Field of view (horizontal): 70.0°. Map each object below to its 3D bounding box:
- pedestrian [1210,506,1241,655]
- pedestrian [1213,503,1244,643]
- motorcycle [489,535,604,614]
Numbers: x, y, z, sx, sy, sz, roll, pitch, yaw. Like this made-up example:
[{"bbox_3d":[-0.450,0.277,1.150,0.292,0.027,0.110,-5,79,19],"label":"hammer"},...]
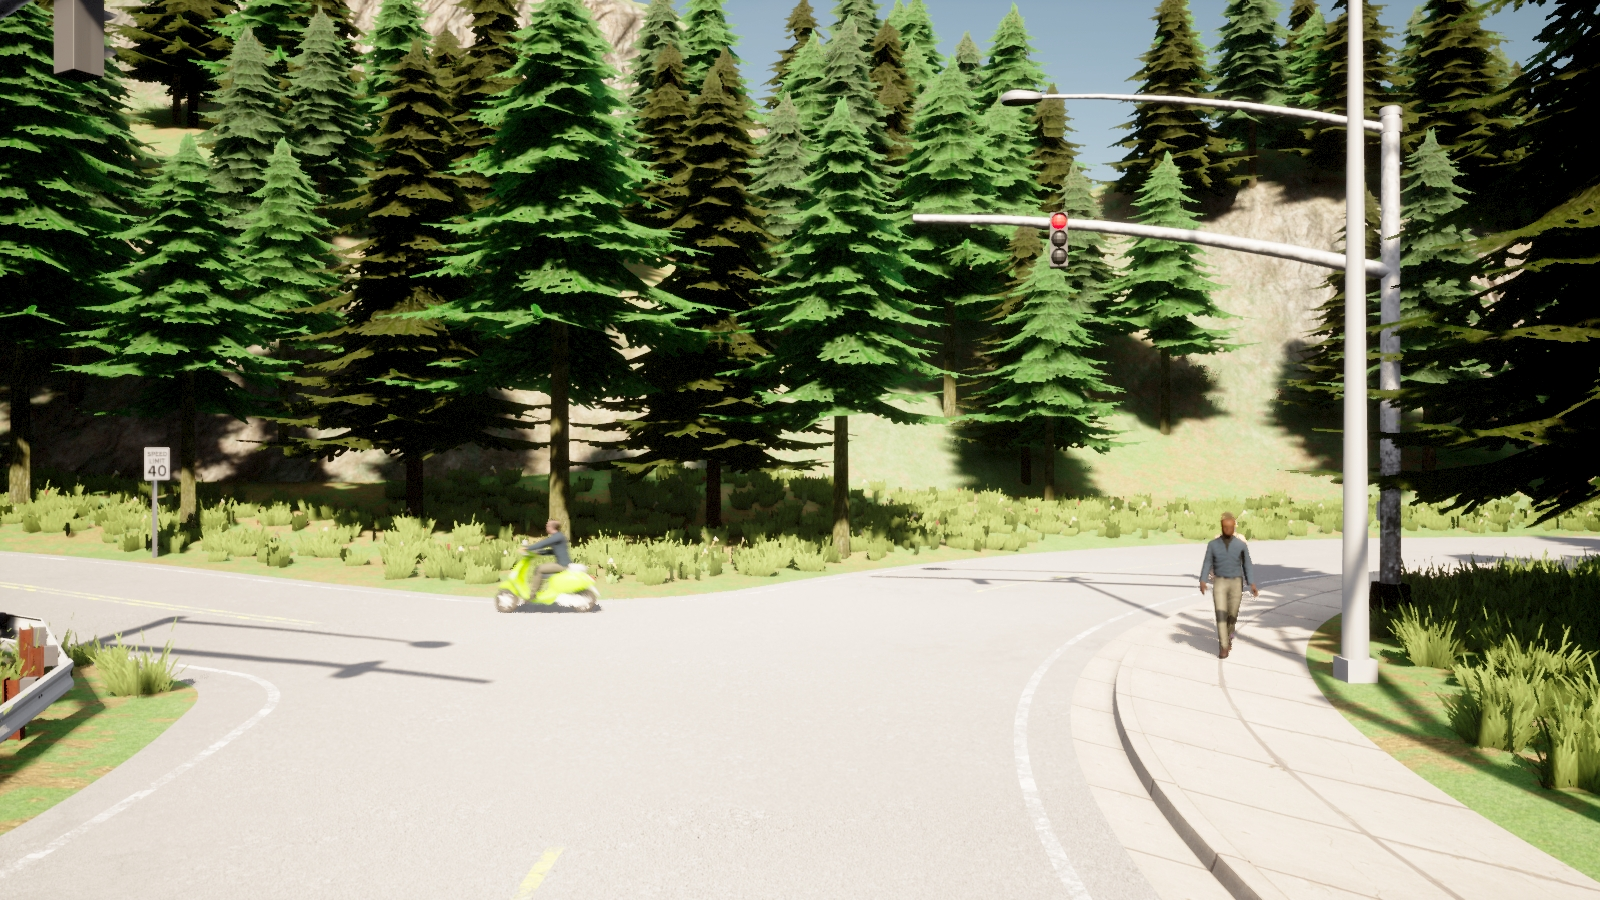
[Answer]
[{"bbox_3d":[5.488,1.668,14.742,0.375,1.860,0.375,0,0,20],"label":"pedestrian"},{"bbox_3d":[5.876,1.668,15.660,0.375,1.860,0.375,0,0,25],"label":"pedestrian"},{"bbox_3d":[-4.345,2.128,19.685,1.805,1.316,0.856,0,-5,-3],"label":"motorcycle"}]
